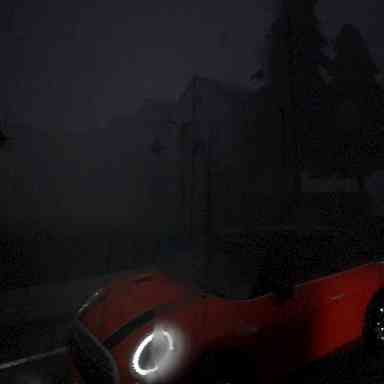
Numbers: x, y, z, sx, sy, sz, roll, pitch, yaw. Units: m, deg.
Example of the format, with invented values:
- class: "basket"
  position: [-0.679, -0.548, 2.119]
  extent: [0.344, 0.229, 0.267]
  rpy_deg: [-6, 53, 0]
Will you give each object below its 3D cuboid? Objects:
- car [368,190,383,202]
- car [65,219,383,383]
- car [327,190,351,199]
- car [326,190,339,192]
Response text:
- class: "car"
  position: [28.583, 0.694, 50.306]
  extent: [1.932, 1.855, 4.605]
  rpy_deg: [-1, 0, -36]
- class: "car"
  position: [0.746, 1.328, 4.512]
  extent: [4.553, 1.767, 2.097]
  rpy_deg: [-1, 0, -35]
- class: "car"
  position: [33.413, 0.550, 75.767]
  extent: [1.932, 1.855, 4.605]
  rpy_deg: [-1, 0, -36]
- class: "car"
  position: [31.300, 0.552, 73.730]
  extent: [1.905, 1.878, 3.866]
  rpy_deg: [-1, 0, -36]
